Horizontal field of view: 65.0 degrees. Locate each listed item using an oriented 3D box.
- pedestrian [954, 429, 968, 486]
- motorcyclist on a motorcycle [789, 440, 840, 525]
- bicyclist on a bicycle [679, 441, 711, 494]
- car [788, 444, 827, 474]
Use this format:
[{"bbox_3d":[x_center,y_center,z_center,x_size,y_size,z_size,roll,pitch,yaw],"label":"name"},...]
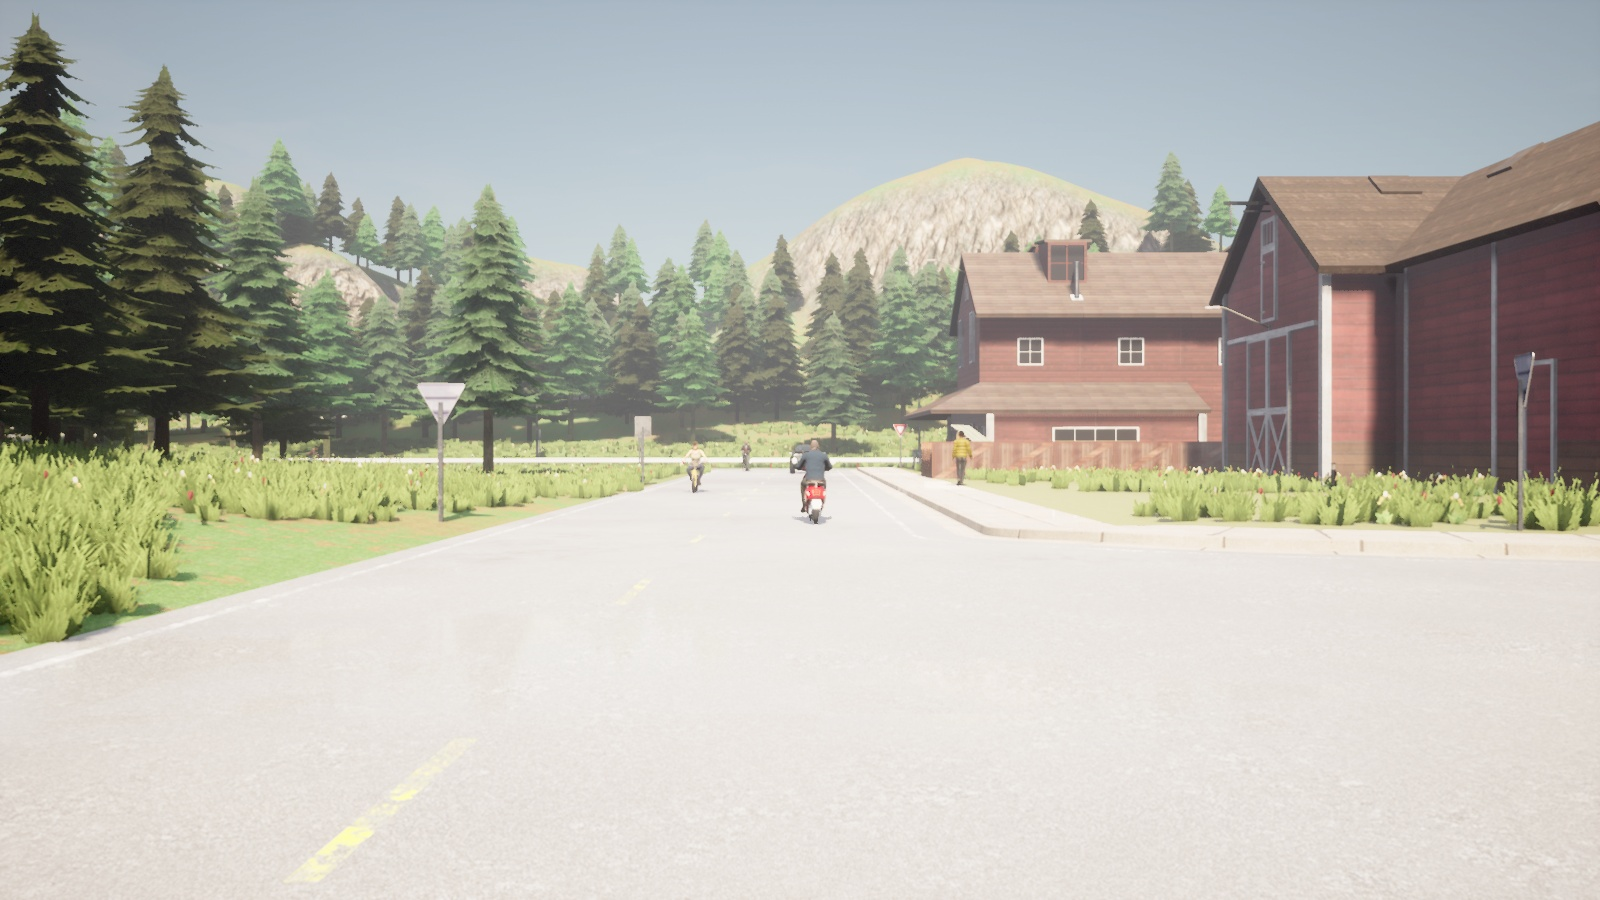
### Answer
[{"bbox_3d":[5.258,0.254,40.923,0.431,1.840,0.709,0,0,8],"label":"pedestrian"},{"bbox_3d":[0.264,0.609,24.486,0.866,1.590,1.817,1,0,-3],"label":"motorcyclist on a motorcycle"},{"bbox_3d":[-3.267,0.536,39.019,0.866,1.612,1.509,0,0,0],"label":"bicyclist on a bicycle"},{"bbox_3d":[0.395,0.446,66.595,2.007,1.525,4.514,0,0,0],"label":"car"}]
